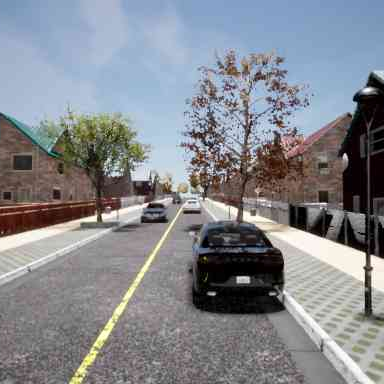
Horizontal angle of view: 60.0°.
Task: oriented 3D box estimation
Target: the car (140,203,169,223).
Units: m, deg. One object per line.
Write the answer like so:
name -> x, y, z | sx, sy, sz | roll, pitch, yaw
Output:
car -> -2.789, 1.556, 25.674 | 1.812, 1.442, 4.674 | 0, 0, 0

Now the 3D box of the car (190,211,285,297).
car -> 0.951, 1.487, 8.676 | 1.882, 1.535, 5.008 | 0, 0, 0

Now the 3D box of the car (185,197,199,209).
car -> -0.021, 1.540, 47.196 | 1.882, 1.535, 5.008 | 0, 0, 0

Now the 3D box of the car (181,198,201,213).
car -> 0.017, 1.573, 36.956 | 1.812, 1.442, 4.674 | 0, 0, 0

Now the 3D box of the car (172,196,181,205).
car -> -2.850, 1.599, 63.303 | 1.837, 1.490, 4.892 | 0, 0, 0
